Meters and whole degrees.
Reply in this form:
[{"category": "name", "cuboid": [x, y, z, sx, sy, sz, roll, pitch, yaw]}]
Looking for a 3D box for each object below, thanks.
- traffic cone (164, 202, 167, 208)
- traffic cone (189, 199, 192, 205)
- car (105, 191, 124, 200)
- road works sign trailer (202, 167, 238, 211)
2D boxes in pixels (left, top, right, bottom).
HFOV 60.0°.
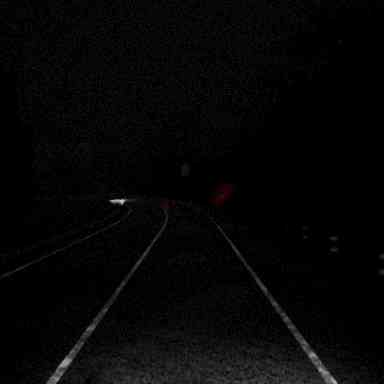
[{"category": "traffic cone", "cuboid": [-2.329, 1.425, 31.850, 0.340, 0.580, 0.340, -1, 2, -7]}, {"category": "traffic cone", "cuboid": [-0.168, 1.140, 38.233, 0.340, 0.580, 0.340, -1, 2, -2]}, {"category": "car", "cuboid": [-12.409, 0.536, 53.177, 1.994, 1.385, 4.181, -4, 3, -30]}, {"category": "road works sign trailer", "cuboid": [1.794, -0.645, 26.138, 2.380, 2.880, 3.560, -40, -19, -4]}]
